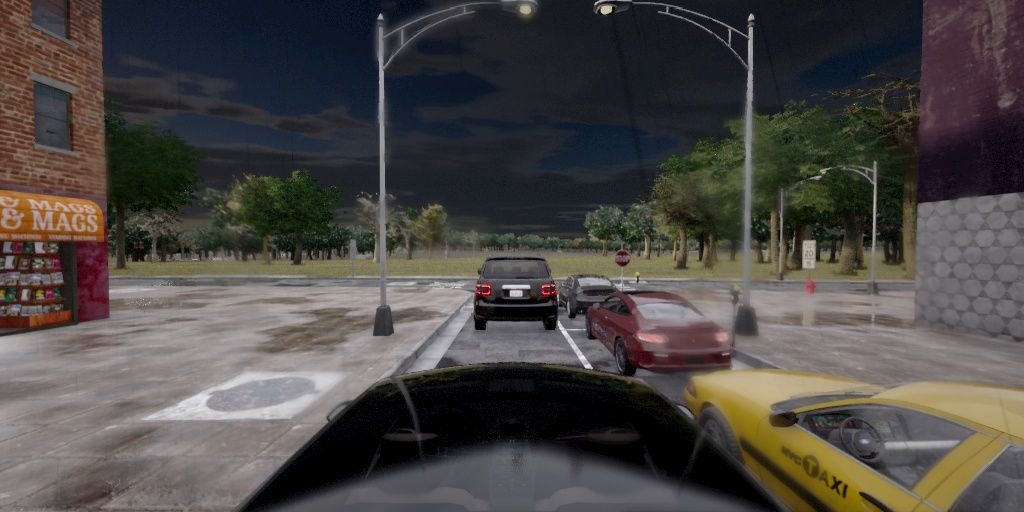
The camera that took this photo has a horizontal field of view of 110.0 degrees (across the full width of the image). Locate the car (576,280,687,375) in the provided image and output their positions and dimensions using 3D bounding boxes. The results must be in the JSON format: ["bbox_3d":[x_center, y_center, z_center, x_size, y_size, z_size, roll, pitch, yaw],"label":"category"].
[{"bbox_3d":[2.633,1.329,7.191,1.802,1.307,4.207,0,0,0],"label":"car"}]

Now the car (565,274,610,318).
[{"bbox_3d":[2.629,1.296,12.723,2.007,1.370,4.403,0,0,0],"label":"car"}]

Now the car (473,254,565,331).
[{"bbox_3d":[0.083,0.967,11.069,2.150,2.045,5.566,0,0,0],"label":"car"}]

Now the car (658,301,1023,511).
[{"bbox_3d":[2.637,1.275,1.828,1.751,1.417,4.829,0,0,0],"label":"car"}]
